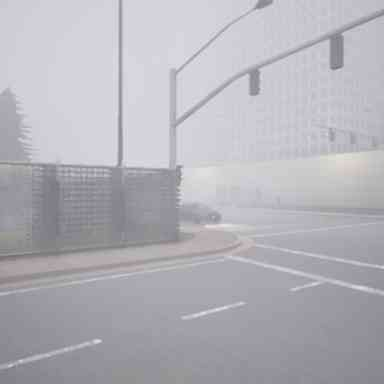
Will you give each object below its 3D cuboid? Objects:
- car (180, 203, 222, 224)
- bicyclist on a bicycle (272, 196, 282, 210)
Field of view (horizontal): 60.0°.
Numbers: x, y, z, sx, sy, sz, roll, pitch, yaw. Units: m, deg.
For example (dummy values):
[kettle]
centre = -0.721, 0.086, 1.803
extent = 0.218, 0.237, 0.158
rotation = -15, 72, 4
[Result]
[car]
centre = 0.318, 1.529, 24.414
extent = 1.994, 1.385, 4.181
rotation = 0, 0, -35
[bicyclist on a bicycle]
centre = 9.724, 1.287, 37.913
extent = 1.656, 1.620, 0.582
rotation = 0, 0, -35
